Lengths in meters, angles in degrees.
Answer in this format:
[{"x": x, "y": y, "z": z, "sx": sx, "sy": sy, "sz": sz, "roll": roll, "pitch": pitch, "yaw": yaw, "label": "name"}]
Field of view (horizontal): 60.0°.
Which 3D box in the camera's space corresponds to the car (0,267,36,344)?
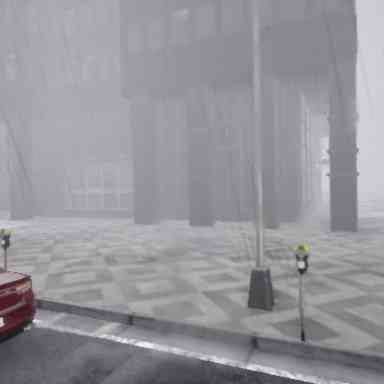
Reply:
[{"x": -4.435, "y": 1.515, "z": 4.986, "sx": 4.507, "sy": 1.381, "sz": 1.887, "roll": -1, "pitch": 2, "yaw": 24, "label": "car"}]
